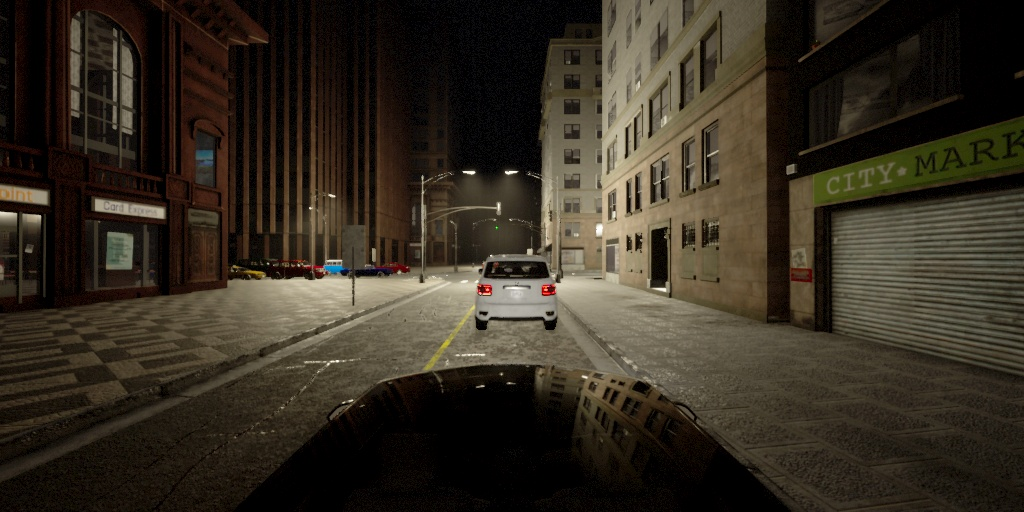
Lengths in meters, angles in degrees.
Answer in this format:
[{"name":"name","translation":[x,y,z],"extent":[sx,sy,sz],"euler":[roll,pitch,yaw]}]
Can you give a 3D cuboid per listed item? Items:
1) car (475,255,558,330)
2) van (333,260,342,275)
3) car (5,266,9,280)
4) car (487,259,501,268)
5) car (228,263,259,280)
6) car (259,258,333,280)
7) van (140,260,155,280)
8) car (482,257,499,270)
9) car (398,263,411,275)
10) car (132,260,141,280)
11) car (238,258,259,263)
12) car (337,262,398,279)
[{"name":"car","translation":[0.103,0.976,11.207],"extent":[2.150,2.045,5.566],"euler":[0,0,0]},{"name":"van","translation":[-19.589,1.347,41.222],"extent":[3.998,1.789,1.690],"euler":[0,0,0]},{"name":"car","translation":[-47.733,1.854,32.806],"extent":[4.403,1.370,2.007],"euler":[0,0,0]},{"name":"car","translation":[-3.049,1.232,60.802],"extent":[2.128,1.511,4.902],"euler":[0,0,0]},{"name":"car","translation":[-25.067,1.557,32.718],"extent":[4.829,1.417,1.751],"euler":[0,0,0]},{"name":"car","translation":[-19.613,1.279,32.697],"extent":[5.009,1.841,2.192],"euler":[0,0,0]},{"name":"van","translation":[-30.861,1.441,32.740],"extent":[3.998,1.789,1.690],"euler":[0,0,0]},{"name":"car","translation":[-3.097,1.106,51.724],"extent":[2.097,1.767,4.553],"euler":[0,0,1]},{"name":"car","translation":[-13.965,1.484,41.200],"extent":[4.507,1.381,1.888],"euler":[0,0,0]},{"name":"car","translation":[-34.456,1.378,35.338],"extent":[5.566,2.045,2.150],"euler":[-1,0,0]},{"name":"car","translation":[-24.100,1.253,35.279],"extent":[5.566,2.045,2.150],"euler":[-1,0,-1]},{"name":"car","translation":[-14.135,1.512,35.247],"extent":[4.718,1.301,1.895],"euler":[-1,0,0]}]
